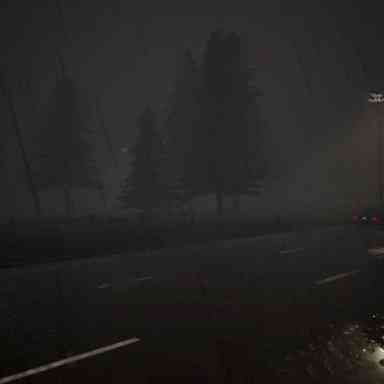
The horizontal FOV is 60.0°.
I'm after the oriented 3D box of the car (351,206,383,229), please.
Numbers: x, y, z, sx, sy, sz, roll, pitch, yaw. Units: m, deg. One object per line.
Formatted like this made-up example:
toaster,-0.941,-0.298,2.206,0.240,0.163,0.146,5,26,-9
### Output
car,12.864,1.679,22.538,5.357,1.411,2.033,0,-1,-38
